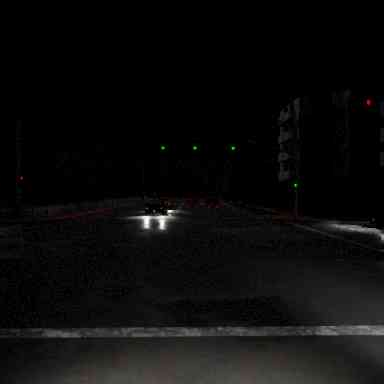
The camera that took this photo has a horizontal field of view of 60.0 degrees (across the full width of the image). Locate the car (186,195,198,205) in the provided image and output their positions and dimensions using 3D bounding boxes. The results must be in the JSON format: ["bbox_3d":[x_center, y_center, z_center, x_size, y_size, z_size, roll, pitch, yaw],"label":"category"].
[{"bbox_3d":[-0.016,1.370,58.086,2.097,1.767,4.553,0,0,0],"label":"car"}]

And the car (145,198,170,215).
[{"bbox_3d":[-3.592,1.536,33.925,1.812,1.442,4.674,0,0,0],"label":"car"}]

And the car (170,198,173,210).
[{"bbox_3d":[-3.587,1.491,44.399,1.882,1.535,5.008,0,0,0],"label":"car"}]

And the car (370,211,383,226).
[{"bbox_3d":[13.950,1.511,21.170,4.892,1.490,1.837,0,0,-1],"label":"car"}]

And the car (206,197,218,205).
[{"bbox_3d":[3.484,1.543,58.132,1.812,1.442,4.674,0,0,0],"label":"car"}]
